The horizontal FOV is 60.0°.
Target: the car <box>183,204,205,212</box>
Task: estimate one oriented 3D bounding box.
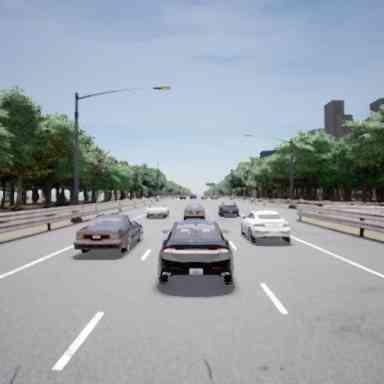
[{"bbox_3d":[0.198,1.735,29.291,2.033,1.411,5.357,0,0,0],"label":"car"}]

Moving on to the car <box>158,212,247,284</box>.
[{"bbox_3d":[0.109,1.575,9.836,2.128,1.511,4.902,0,0,0],"label":"car"}]

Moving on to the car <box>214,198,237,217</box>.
[{"bbox_3d":[3.715,1.690,34.309,2.128,1.511,4.902,0,0,0],"label":"car"}]

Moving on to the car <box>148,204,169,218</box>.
[{"bbox_3d":[-3.289,1.795,32.720,1.895,1.301,4.718,0,0,0],"label":"car"}]

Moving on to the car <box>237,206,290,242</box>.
[{"bbox_3d":[3.654,1.660,16.984,1.812,1.442,4.674,0,0,0],"label":"car"}]

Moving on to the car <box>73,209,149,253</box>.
[{"bbox_3d":[-3.361,1.662,14.280,2.033,1.411,5.357,0,0,0],"label":"car"}]
